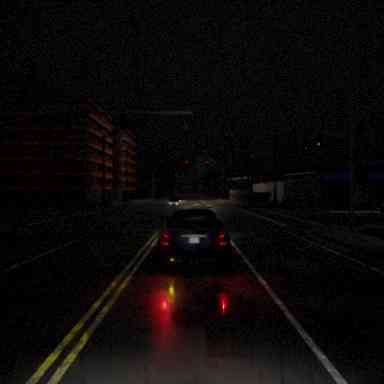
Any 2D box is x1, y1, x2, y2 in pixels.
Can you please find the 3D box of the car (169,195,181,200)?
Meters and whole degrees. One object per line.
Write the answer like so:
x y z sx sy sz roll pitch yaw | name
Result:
-3.568 1.381 66.669 2.033 1.411 5.357 0 0 0 | car

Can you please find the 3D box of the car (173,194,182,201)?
-3.579 1.336 82.335 2.033 1.411 5.357 0 0 0 | car

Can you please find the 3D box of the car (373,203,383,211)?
22.417 1.504 36.160 4.718 1.301 1.895 0 0 -1 | car

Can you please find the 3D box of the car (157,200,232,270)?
0.065 1.324 11.110 2.097 1.767 4.553 0 0 0 | car
